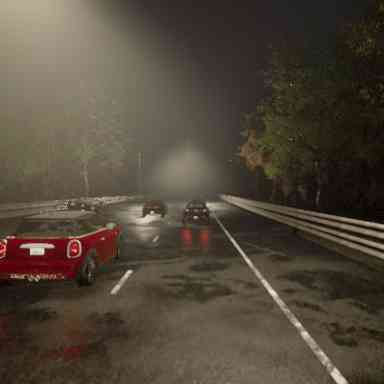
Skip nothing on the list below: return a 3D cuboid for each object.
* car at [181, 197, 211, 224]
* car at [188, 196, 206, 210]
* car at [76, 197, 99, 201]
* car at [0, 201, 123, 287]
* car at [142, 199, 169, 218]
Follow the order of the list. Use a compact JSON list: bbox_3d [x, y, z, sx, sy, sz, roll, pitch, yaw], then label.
[{"bbox_3d":[0.286,1.385,23.503,2.128,1.511,4.902,0,0,1],"label":"car"},{"bbox_3d":[0.624,1.301,40.953,2.128,1.511,4.902,0,0,1],"label":"car"},{"bbox_3d":[-6.607,1.169,22.192,1.895,1.301,4.718,12,-7,0],"label":"car"},{"bbox_3d":[-3.357,1.309,9.366,2.097,1.767,4.553,0,0,0],"label":"car"},{"bbox_3d":[-3.128,1.373,28.912,1.837,1.490,4.892,0,0,1],"label":"car"}]
